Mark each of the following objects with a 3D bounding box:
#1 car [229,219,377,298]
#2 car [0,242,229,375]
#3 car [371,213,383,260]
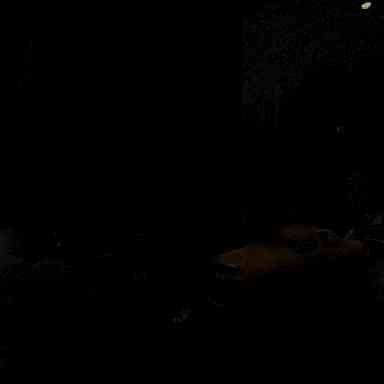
[{"bbox_3d":[2.567,1.525,8.488,4.829,1.417,1.752,0,0,-36],"label":"car"},{"bbox_3d":[-1.719,1.566,5.424,4.313,1.339,1.947,0,0,-36],"label":"car"},{"bbox_3d":[7.128,1.441,11.749,4.097,1.590,1.967,0,0,-36],"label":"car"}]
